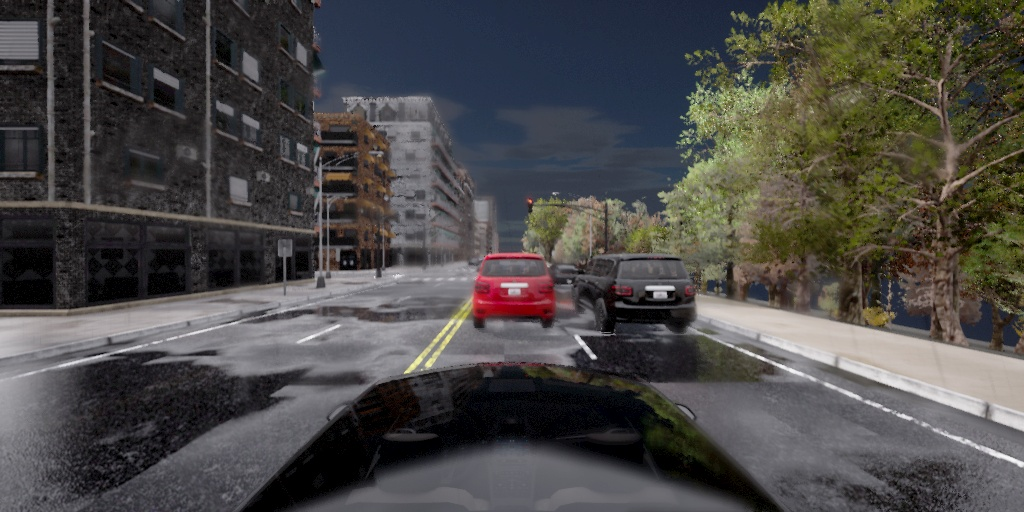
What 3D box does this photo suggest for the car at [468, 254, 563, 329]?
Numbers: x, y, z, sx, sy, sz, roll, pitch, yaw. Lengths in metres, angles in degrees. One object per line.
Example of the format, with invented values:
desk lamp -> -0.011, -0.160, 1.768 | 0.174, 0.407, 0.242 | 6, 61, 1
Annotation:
car -> 0.052, 0.955, 11.237 | 2.150, 2.045, 5.566 | 0, 0, 0

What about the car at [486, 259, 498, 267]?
car -> -3.626, 1.241, 65.256 | 1.994, 1.385, 4.181 | 0, 0, 0

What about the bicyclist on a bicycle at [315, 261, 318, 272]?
bicyclist on a bicycle -> -25.102, 1.271, 45.540 | 0.582, 1.620, 1.656 | -1, 1, -1

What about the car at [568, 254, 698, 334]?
car -> 3.311, 0.959, 10.771 | 2.150, 2.045, 5.566 | 0, 0, -1

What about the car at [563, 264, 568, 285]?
car -> 3.255, 1.225, 22.989 | 1.837, 1.490, 4.892 | 0, 0, -2
